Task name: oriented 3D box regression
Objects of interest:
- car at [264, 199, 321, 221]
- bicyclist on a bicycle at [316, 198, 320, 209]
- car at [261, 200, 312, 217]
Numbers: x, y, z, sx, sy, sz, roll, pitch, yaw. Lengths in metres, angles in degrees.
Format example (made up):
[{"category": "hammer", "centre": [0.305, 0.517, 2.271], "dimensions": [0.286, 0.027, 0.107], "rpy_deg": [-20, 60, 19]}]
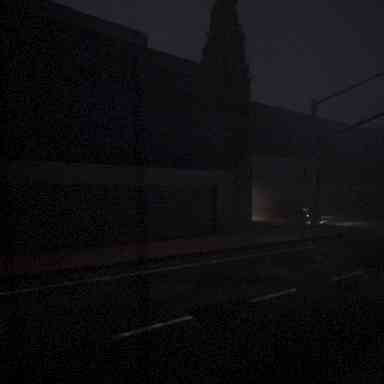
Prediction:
[{"category": "car", "centre": [8.541, 1.432, 28.250], "dimensions": [2.097, 1.767, 4.553], "rpy_deg": [0, 0, -37]}, {"category": "bicyclist on a bicycle", "centre": [16.099, 1.435, 43.172], "dimensions": [1.656, 1.620, 0.582], "rpy_deg": [0, 0, -37]}, {"category": "car", "centre": [9.305, 1.618, 33.076], "dimensions": [1.812, 1.442, 4.674], "rpy_deg": [0, 0, -37]}]
